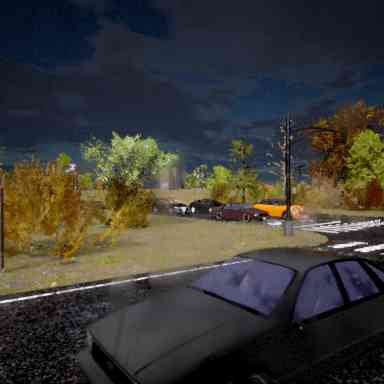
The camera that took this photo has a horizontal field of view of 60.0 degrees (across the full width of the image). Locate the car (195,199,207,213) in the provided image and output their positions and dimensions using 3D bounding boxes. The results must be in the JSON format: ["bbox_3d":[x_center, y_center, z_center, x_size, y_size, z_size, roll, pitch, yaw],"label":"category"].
[{"bbox_3d":[1.685,1.492,34.528,1.837,1.490,4.892,0,0,-38],"label":"car"}]

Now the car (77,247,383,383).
[{"bbox_3d":[1.324,1.548,4.642,5.357,1.411,2.033,0,0,-36],"label":"car"}]

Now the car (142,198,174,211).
[{"bbox_3d":[-4.426,1.503,42.304,1.812,1.442,4.674,0,0,-38],"label":"car"}]

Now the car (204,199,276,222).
[{"bbox_3d":[3.717,1.563,26.681,2.033,1.411,5.357,0,0,-38],"label":"car"}]

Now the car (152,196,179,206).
[{"bbox_3d":[-4.320,1.404,53.009,1.882,1.535,5.008,0,0,-38],"label":"car"}]

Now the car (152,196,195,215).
[{"bbox_3d":[-2.299,1.497,34.339,2.128,1.511,4.902,0,0,-38],"label":"car"}]

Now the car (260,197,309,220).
[{"bbox_3d":[7.271,1.349,27.417,2.097,1.767,4.553,0,0,-38],"label":"car"}]
